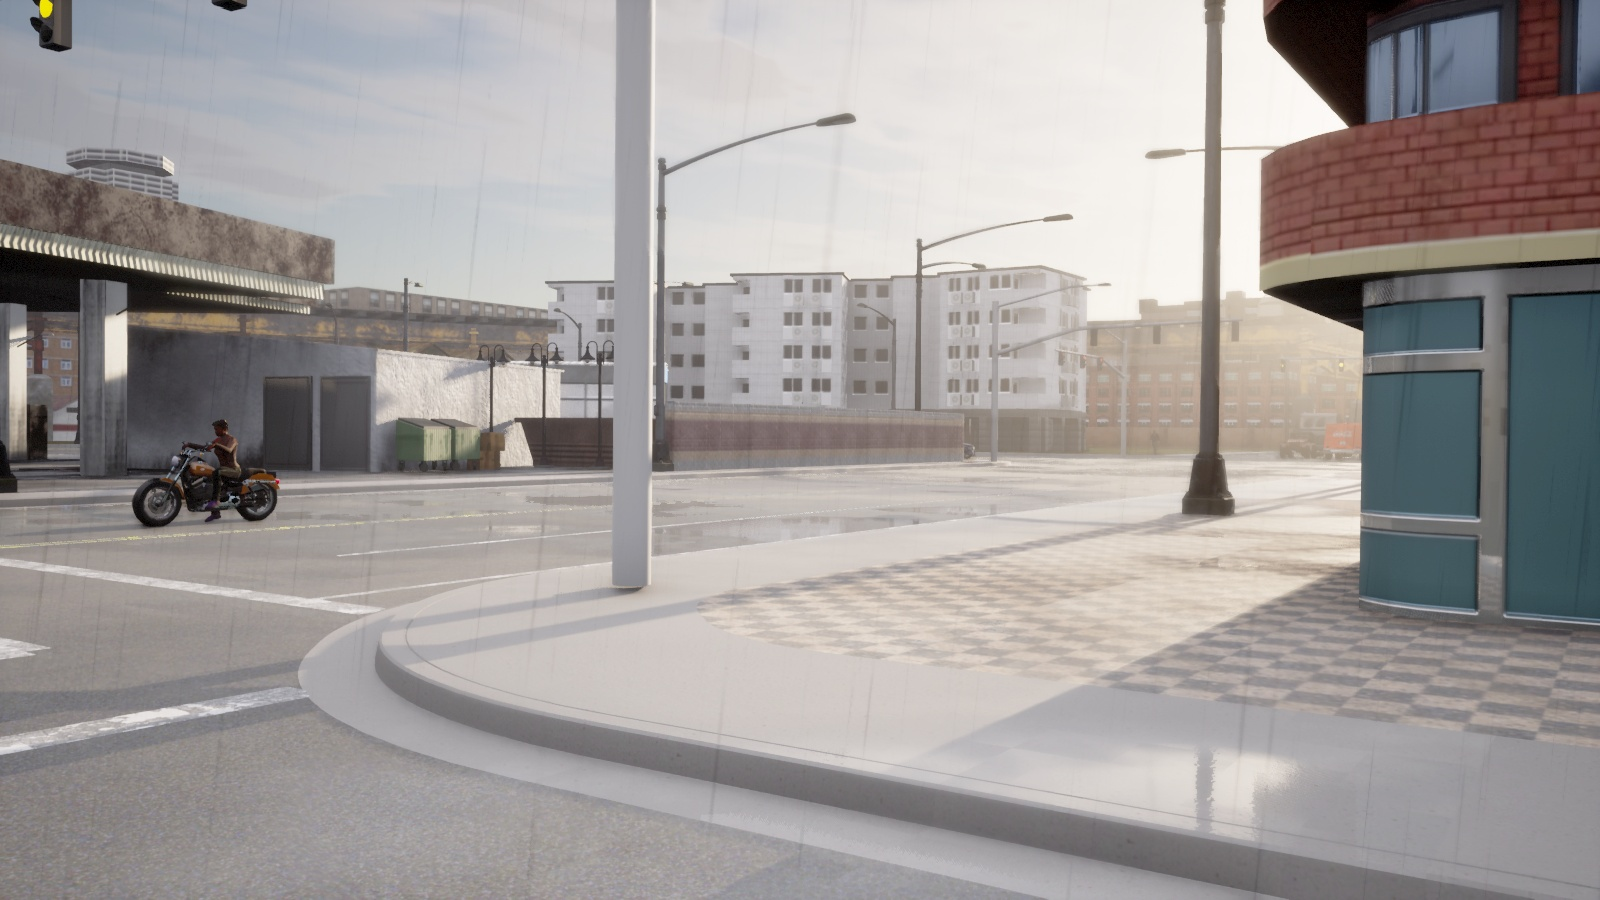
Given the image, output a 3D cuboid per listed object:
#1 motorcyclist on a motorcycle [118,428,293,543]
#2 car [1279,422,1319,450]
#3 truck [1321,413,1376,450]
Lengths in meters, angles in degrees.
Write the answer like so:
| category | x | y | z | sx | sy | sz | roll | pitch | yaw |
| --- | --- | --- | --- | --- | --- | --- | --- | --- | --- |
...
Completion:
| category | x | y | z | sx | sy | sz | roll | pitch | yaw |
| --- | --- | --- | --- | --- | --- | --- | --- | --- | --- |
| motorcyclist on a motorcycle | -9.084 | 0.500 | 19.299 | 0.766 | 1.649 | 2.350 | 0 | 1 | 33 |
| car | 35.025 | -0.993 | 88.112 | 1.905 | 1.878 | 3.866 | 0 | 1 | 33 |
| truck | 37.233 | -1.254 | 85.097 | 2.627 | 2.467 | 5.204 | 0 | 1 | 33 |
